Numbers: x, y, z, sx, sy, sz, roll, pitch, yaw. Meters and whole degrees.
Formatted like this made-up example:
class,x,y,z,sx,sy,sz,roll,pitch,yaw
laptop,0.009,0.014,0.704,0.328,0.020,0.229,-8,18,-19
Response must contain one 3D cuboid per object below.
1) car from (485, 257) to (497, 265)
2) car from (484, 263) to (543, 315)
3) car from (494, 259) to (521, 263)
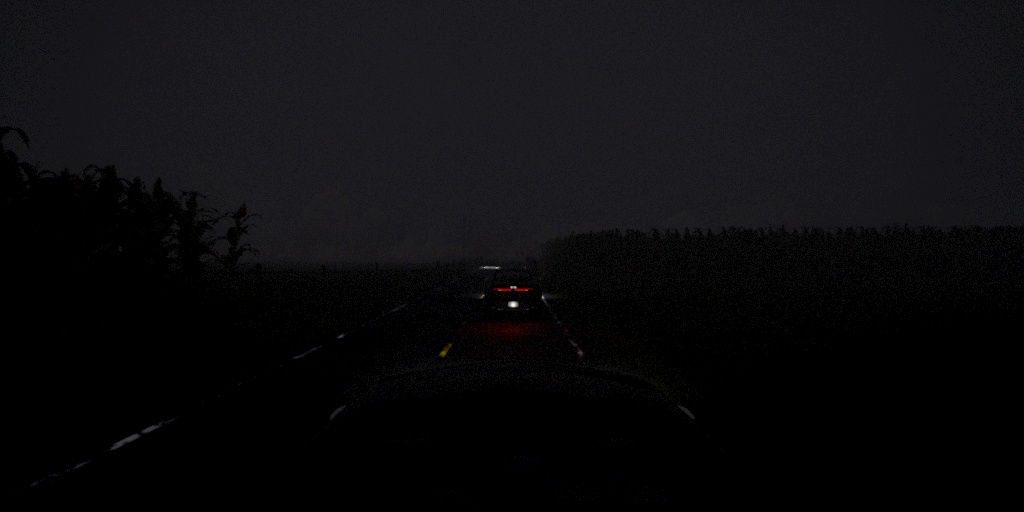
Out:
class,x,y,z,sx,sy,sz,roll,pitch,yaw
car,-2.856,0.869,52.421,1.994,1.385,4.181,0,1,0
car,0.052,1.159,13.004,1.837,1.490,4.892,0,1,0
car,0.027,1.092,25.926,2.033,1.411,5.357,0,1,1
